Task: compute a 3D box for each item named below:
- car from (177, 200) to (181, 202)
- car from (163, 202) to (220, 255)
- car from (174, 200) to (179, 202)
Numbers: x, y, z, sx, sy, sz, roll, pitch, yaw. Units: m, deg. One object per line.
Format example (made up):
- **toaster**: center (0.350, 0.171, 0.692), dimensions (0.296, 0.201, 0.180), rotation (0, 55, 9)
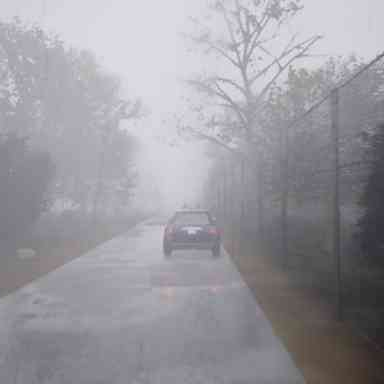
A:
- **car**: center (-0.055, 1.765, 29.294), dimensions (2.128, 1.511, 4.902), rotation (0, 0, 0)
- **car**: center (-0.010, 1.481, 14.075), dimensions (2.097, 1.767, 4.553), rotation (0, -1, 0)
- **car**: center (-3.103, 2.454, 71.003), dimensions (2.033, 1.411, 5.357), rotation (0, -1, -1)
